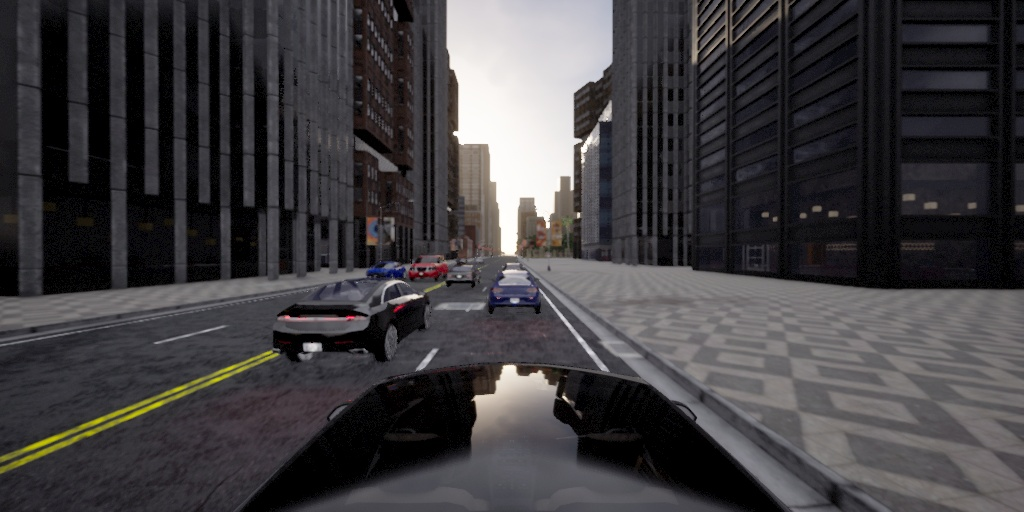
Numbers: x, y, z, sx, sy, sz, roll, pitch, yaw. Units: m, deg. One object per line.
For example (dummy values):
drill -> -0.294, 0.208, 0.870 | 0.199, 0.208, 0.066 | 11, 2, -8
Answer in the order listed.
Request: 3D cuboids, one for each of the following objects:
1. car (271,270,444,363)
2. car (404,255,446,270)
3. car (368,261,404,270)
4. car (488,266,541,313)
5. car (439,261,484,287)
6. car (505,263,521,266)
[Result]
car -> -3.160, 1.236, 8.118 | 2.128, 1.511, 4.902 | 0, 0, 0
car -> -6.591, 0.932, 28.790 | 2.150, 2.045, 5.566 | 0, 0, 0
car -> -9.840, 1.189, 28.381 | 1.882, 1.535, 5.008 | 0, 0, 0
car -> 0.087, 1.264, 13.843 | 1.812, 1.442, 4.674 | 0, 0, 0
car -> -3.149, 1.269, 23.953 | 2.033, 1.411, 5.357 | 0, 0, 0
car -> 0.105, 1.273, 29.349 | 1.994, 1.385, 4.181 | 0, 0, 0
